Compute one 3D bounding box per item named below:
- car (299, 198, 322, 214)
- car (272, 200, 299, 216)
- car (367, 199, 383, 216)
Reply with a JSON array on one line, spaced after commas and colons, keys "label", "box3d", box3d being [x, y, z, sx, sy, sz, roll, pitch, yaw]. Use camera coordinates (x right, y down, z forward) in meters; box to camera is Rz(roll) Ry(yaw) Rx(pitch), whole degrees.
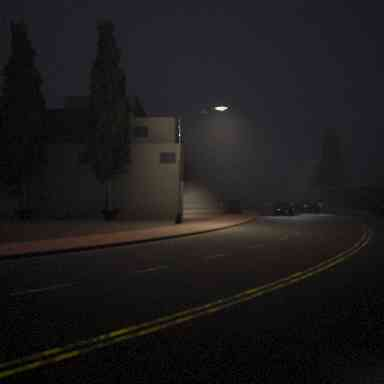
[{"label": "car", "box3d": [13.386, 1.551, 38.492, 2.097, 1.767, 4.553, 0, 0, 3]}, {"label": "car", "box3d": [9.507, 1.688, 34.846, 1.837, 1.490, 4.892, 0, 0, 7]}, {"label": "car", "box3d": [20.149, 1.529, 34.908, 2.097, 1.767, 4.553, 0, 0, 7]}]
